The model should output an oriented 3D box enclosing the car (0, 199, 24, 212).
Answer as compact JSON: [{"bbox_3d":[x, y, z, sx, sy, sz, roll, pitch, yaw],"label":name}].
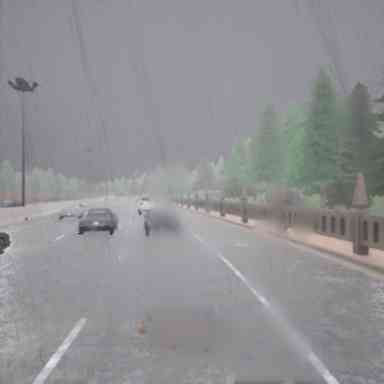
[{"bbox_3d":[-24.051,1.768,44.071,1.882,1.535,5.008,0,0,-10],"label":"car"}]

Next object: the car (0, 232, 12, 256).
[{"bbox_3d":[-7.588,1.624,10.274,2.033,1.411,5.357,0,0,-6],"label":"car"}]

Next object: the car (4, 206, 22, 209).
[{"bbox_3d":[-18.498,1.765,32.600,2.033,1.411,5.357,0,0,-10],"label":"car"}]

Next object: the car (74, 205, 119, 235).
[{"bbox_3d":[-5.508,1.674,19.968,1.994,1.385,4.181,0,0,-9],"label":"car"}]

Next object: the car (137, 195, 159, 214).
[{"bbox_3d":[-4.971,1.405,37.633,2.150,2.045,5.566,0,0,-10],"label":"car"}]

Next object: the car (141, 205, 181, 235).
[{"bbox_3d":[-1.836,1.693,19.382,1.895,1.301,4.718,0,0,-9],"label":"car"}]

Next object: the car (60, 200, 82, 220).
[{"bbox_3d":[-10.874,1.704,30.662,1.812,1.442,4.674,0,0,-10],"label":"car"}]

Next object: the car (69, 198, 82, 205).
[{"bbox_3d":[-25.484,1.956,72.922,2.033,1.411,5.357,0,0,-10],"label":"car"}]
